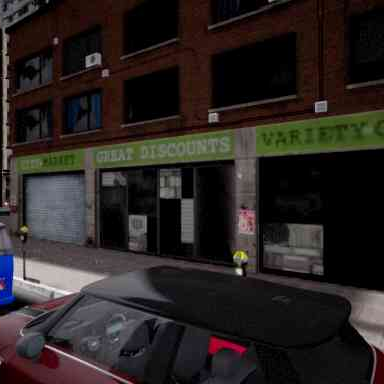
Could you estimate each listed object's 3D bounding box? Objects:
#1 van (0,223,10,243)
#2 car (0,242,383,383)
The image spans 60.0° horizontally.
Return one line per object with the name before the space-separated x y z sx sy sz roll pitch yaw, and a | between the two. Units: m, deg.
van | -5.050 1.343 6.334 3.998 1.788 1.690 0 0 36
car | -0.419 1.440 3.026 4.097 1.590 1.967 0 0 36
